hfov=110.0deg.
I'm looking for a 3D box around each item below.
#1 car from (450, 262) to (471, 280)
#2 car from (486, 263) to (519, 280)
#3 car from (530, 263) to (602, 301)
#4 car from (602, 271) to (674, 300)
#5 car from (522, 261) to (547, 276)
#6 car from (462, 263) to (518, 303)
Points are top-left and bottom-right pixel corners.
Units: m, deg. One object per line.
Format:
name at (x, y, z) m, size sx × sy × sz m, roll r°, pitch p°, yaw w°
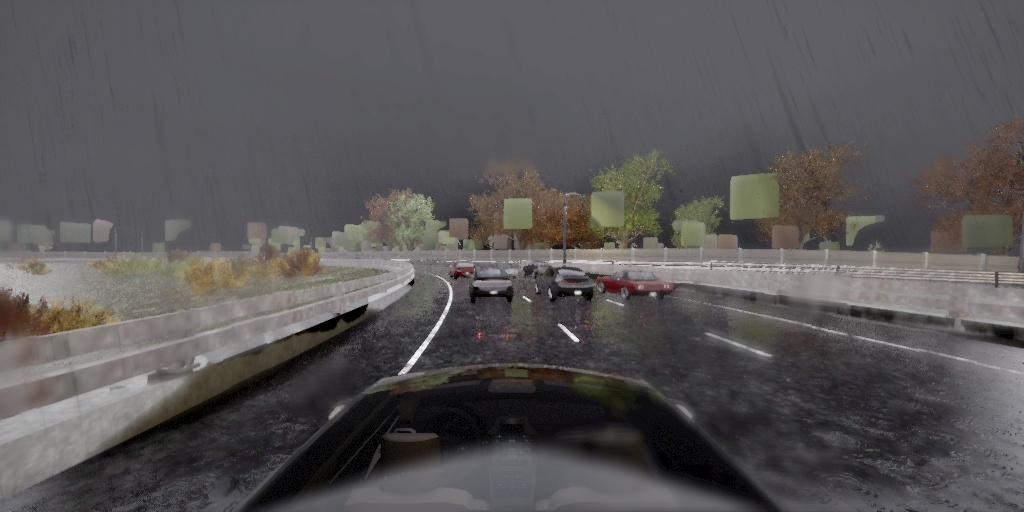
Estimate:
car at (-4.332, 1.233, 31.586) m, size 1.882 × 1.535 × 5.008 m, roll 0°, pitch 0°, yaw -16°
car at (-0.983, 1.365, 32.603) m, size 1.895 × 1.301 × 4.718 m, roll 0°, pitch 0°, yaw -16°
car at (2.376, 1.265, 17.197) m, size 1.837 × 1.490 × 4.892 m, roll 0°, pitch 0°, yaw -8°
car at (5.836, 1.365, 17.726) m, size 1.895 × 1.301 × 4.718 m, roll 0°, pitch 0°, yaw -8°
car at (2.384, 1.244, 33.561) m, size 2.128 × 1.511 × 4.902 m, roll 0°, pitch 0°, yaw -16°
car at (-1.088, 1.243, 16.698) m, size 2.128 × 1.511 × 4.902 m, roll 0°, pitch 0°, yaw -8°
